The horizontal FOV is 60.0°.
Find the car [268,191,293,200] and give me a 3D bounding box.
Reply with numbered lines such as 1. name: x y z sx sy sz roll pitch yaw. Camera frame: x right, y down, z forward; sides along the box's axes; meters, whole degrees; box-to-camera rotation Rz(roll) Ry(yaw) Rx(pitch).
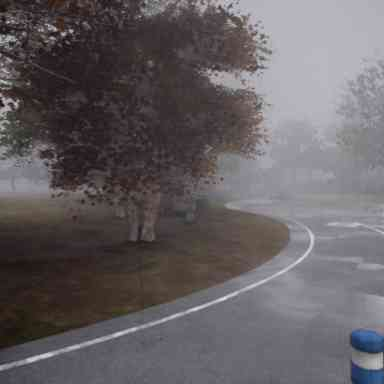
1. car: 13.039 0.462 49.235 1.895 1.301 4.718 -1 2 42

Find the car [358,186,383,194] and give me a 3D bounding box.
1. car: 30.310 -0.279 55.861 4.181 1.385 1.994 -1 1 10
